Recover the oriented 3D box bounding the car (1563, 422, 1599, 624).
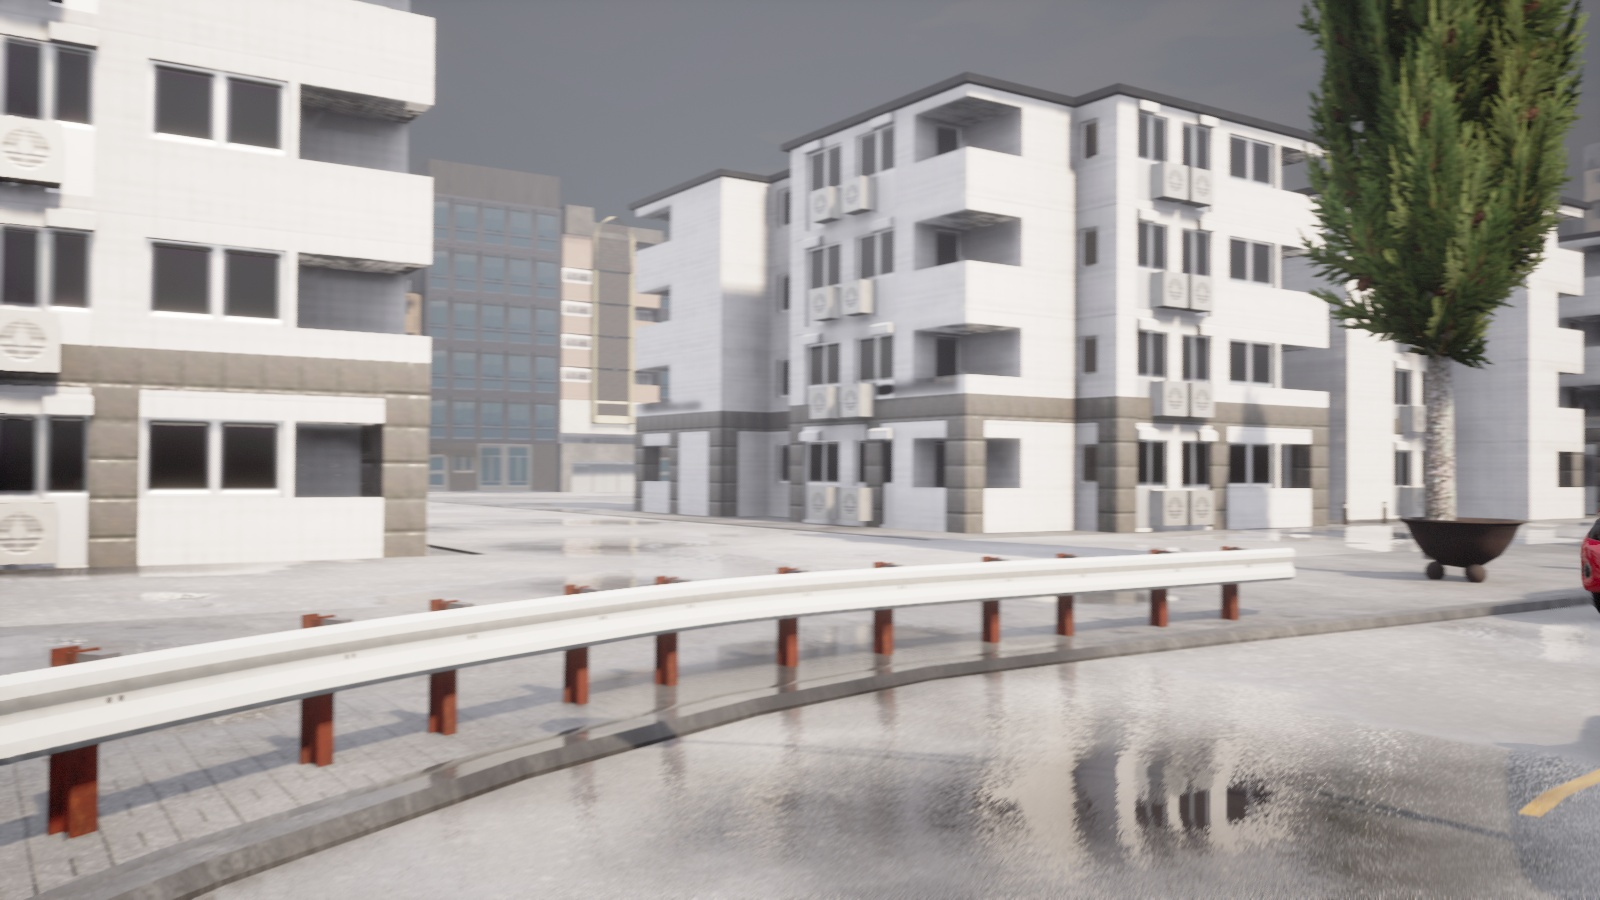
[{"bbox_3d":[10.814,0.747,13.623,5.566,2.045,2.150,1,-1,-33],"label":"car"}]
